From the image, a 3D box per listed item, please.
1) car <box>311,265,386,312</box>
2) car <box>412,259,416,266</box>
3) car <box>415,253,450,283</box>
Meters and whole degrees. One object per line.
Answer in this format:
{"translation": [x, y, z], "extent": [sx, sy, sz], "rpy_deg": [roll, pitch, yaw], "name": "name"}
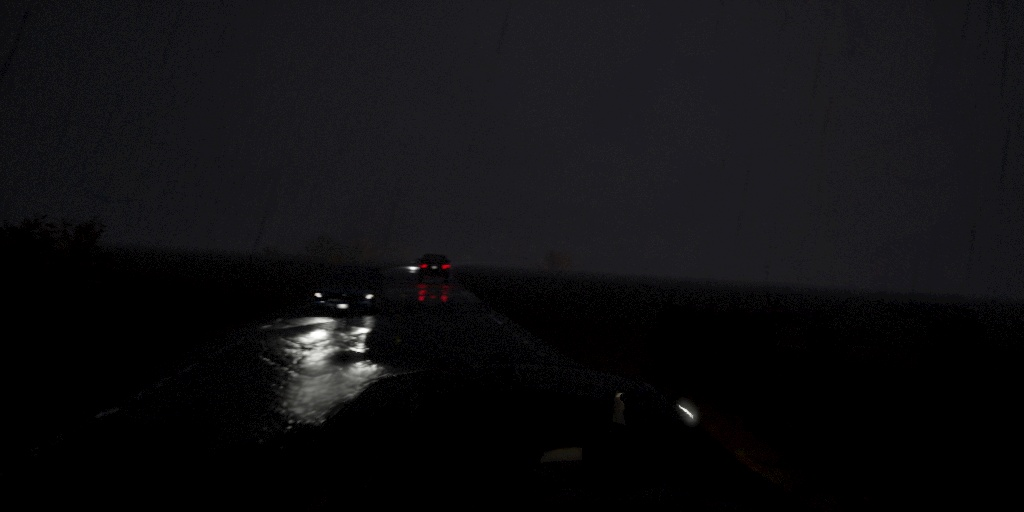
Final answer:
{"translation": [-5.582, 1.045, 12.942], "extent": [2.033, 1.411, 5.357], "rpy_deg": [4, -1, -16], "name": "car"}
{"translation": [-13.928, 0.943, 54.225], "extent": [1.895, 1.301, 4.718], "rpy_deg": [4, -1, -7], "name": "car"}
{"translation": [-5.915, 0.835, 27.230], "extent": [2.150, 2.045, 5.566], "rpy_deg": [4, 0, -13], "name": "car"}
